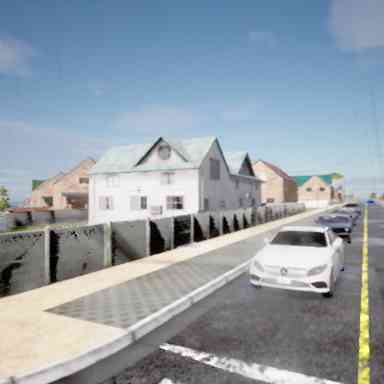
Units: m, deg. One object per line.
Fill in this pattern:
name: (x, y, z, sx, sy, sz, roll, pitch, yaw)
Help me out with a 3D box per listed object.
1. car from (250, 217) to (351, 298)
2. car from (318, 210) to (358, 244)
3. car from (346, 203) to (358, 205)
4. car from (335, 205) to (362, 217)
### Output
car: (3.097, 1.649, 9.153, 1.812, 1.442, 4.674, -1, -1, 29)
car: (7.332, 1.810, 17.230, 1.895, 1.301, 4.718, -1, -1, 28)
car: (18.483, 1.999, 38.324, 1.812, 1.442, 4.674, -1, -2, 28)
car: (12.001, 1.915, 26.121, 1.895, 1.301, 4.718, -1, -1, 28)
